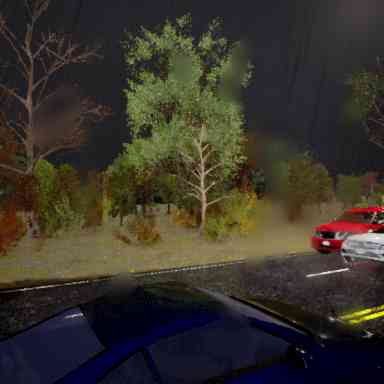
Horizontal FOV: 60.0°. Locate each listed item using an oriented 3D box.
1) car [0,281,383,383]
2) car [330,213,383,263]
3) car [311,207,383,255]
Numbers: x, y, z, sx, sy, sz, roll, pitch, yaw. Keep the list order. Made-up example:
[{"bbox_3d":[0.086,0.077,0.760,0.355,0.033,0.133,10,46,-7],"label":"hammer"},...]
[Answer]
[{"bbox_3d":[0.012,1.570,2.945,4.181,1.385,1.994,0,0,-29],"label":"car"},{"bbox_3d":[6.887,1.729,10.652,4.674,1.442,1.812,8,-6,-28],"label":"car"},{"bbox_3d":[7.899,1.733,14.906,5.566,2.045,2.150,0,-3,-28],"label":"car"}]
